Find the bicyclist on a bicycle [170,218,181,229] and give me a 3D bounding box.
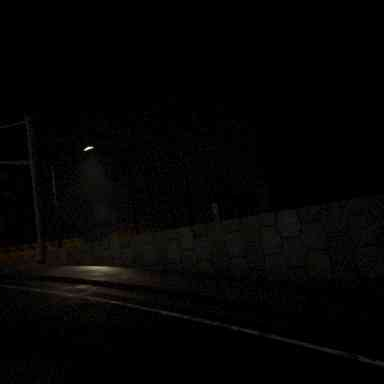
[{"bbox_3d":[-1.316,2.911,27.267,1.656,1.620,0.582,-14,-8,35],"label":"bicyclist on a bicycle"}]
